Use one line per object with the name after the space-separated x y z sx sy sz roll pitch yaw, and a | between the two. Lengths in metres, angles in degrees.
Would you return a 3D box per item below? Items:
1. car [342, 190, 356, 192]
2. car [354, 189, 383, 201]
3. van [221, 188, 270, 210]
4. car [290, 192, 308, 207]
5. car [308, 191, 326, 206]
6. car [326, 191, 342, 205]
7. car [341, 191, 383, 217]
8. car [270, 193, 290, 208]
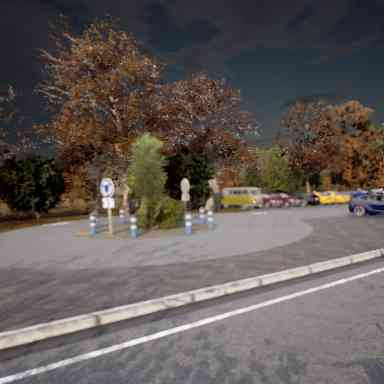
16.031 0.642 39.527 1.946 1.575 5.366 -1 1 -35 | car
25.275 0.341 45.766 2.231 1.521 4.892 -2 1 -35 | car
4.776 0.590 31.264 1.878 1.987 4.442 -1 1 -35 | van
9.174 0.808 34.502 2.002 1.452 4.674 -1 0 -35 | car
11.545 0.765 36.194 2.163 1.488 4.792 -1 0 -35 | car
13.741 0.692 37.923 1.946 1.575 5.366 -1 1 -35 | car
12.292 0.852 20.678 2.163 1.488 4.792 -1 0 -35 | car
6.893 0.832 32.905 2.002 1.452 4.674 -1 0 -35 | car
